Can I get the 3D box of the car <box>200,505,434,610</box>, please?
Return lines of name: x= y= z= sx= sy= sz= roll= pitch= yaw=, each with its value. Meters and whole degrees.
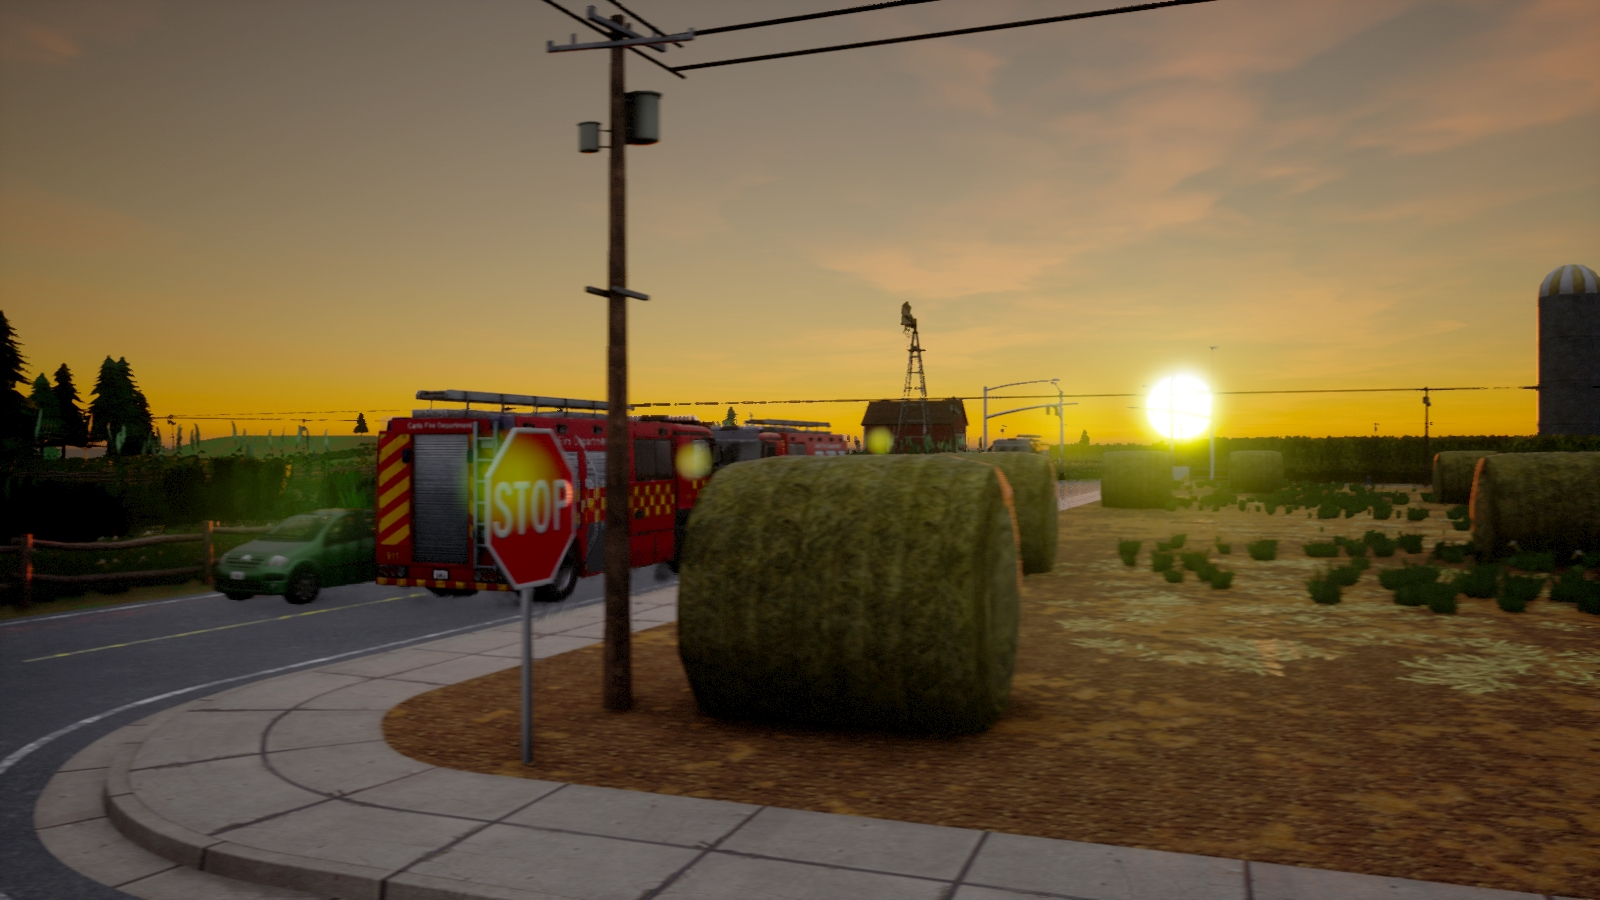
car: x=-9.124 y=1.962 z=21.932 sx=1.851 sy=1.617 sz=3.988 roll=0 pitch=0 yaw=23

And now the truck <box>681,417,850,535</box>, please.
truck: x=-1.009 y=0.851 z=41.397 sx=2.891 sy=3.827 sz=8.468 roll=0 pitch=0 yaw=23

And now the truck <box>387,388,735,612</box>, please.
truck: x=-4.489 y=0.852 z=23.935 sx=2.891 sy=3.827 sz=8.468 roll=0 pitch=0 yaw=22
